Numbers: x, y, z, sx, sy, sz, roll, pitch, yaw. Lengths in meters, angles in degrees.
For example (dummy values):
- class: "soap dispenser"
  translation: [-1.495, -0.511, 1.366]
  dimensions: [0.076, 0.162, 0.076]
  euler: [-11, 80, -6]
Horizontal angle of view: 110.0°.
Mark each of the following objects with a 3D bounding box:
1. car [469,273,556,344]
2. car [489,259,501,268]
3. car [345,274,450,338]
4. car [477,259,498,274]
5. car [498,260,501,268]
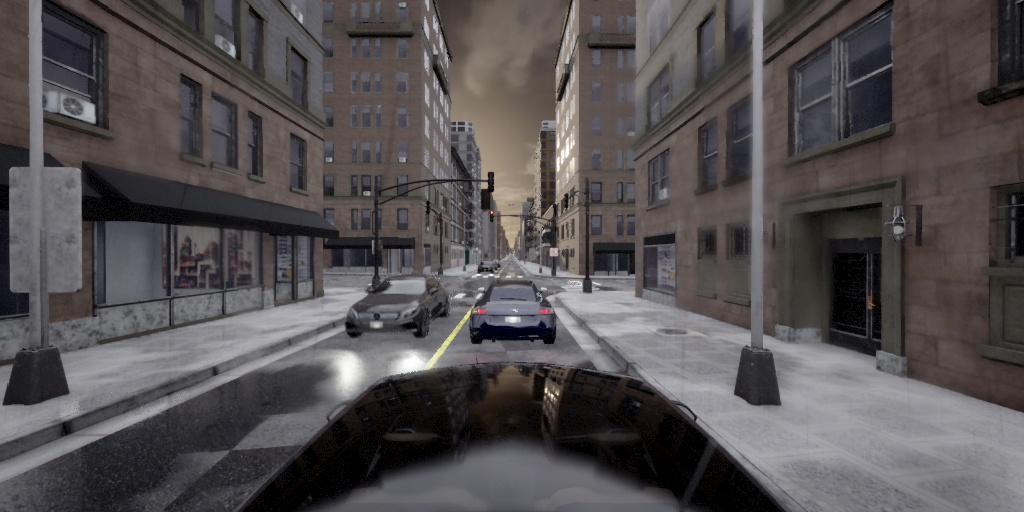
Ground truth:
- class: "car"
  translation: [0.016, 1.315, 9.587]
  dimensions: [1.994, 1.385, 4.181]
  euler: [0, 0, 0]
- class: "car"
  translation: [-3.016, 1.321, 63.263]
  dimensions: [1.882, 1.535, 5.008]
  euler: [0, 0, 0]
- class: "car"
  translation: [-2.997, 1.277, 10.356]
  dimensions: [1.812, 1.442, 4.674]
  euler: [0, 0, 1]
- class: "car"
  translation: [-3.067, 1.308, 43.031]
  dimensions: [1.837, 1.490, 4.892]
  euler: [0, 0, 0]
- class: "car"
  translation: [-3.061, 1.370, 52.854]
  dimensions: [2.033, 1.411, 5.357]
  euler: [0, 0, 0]
